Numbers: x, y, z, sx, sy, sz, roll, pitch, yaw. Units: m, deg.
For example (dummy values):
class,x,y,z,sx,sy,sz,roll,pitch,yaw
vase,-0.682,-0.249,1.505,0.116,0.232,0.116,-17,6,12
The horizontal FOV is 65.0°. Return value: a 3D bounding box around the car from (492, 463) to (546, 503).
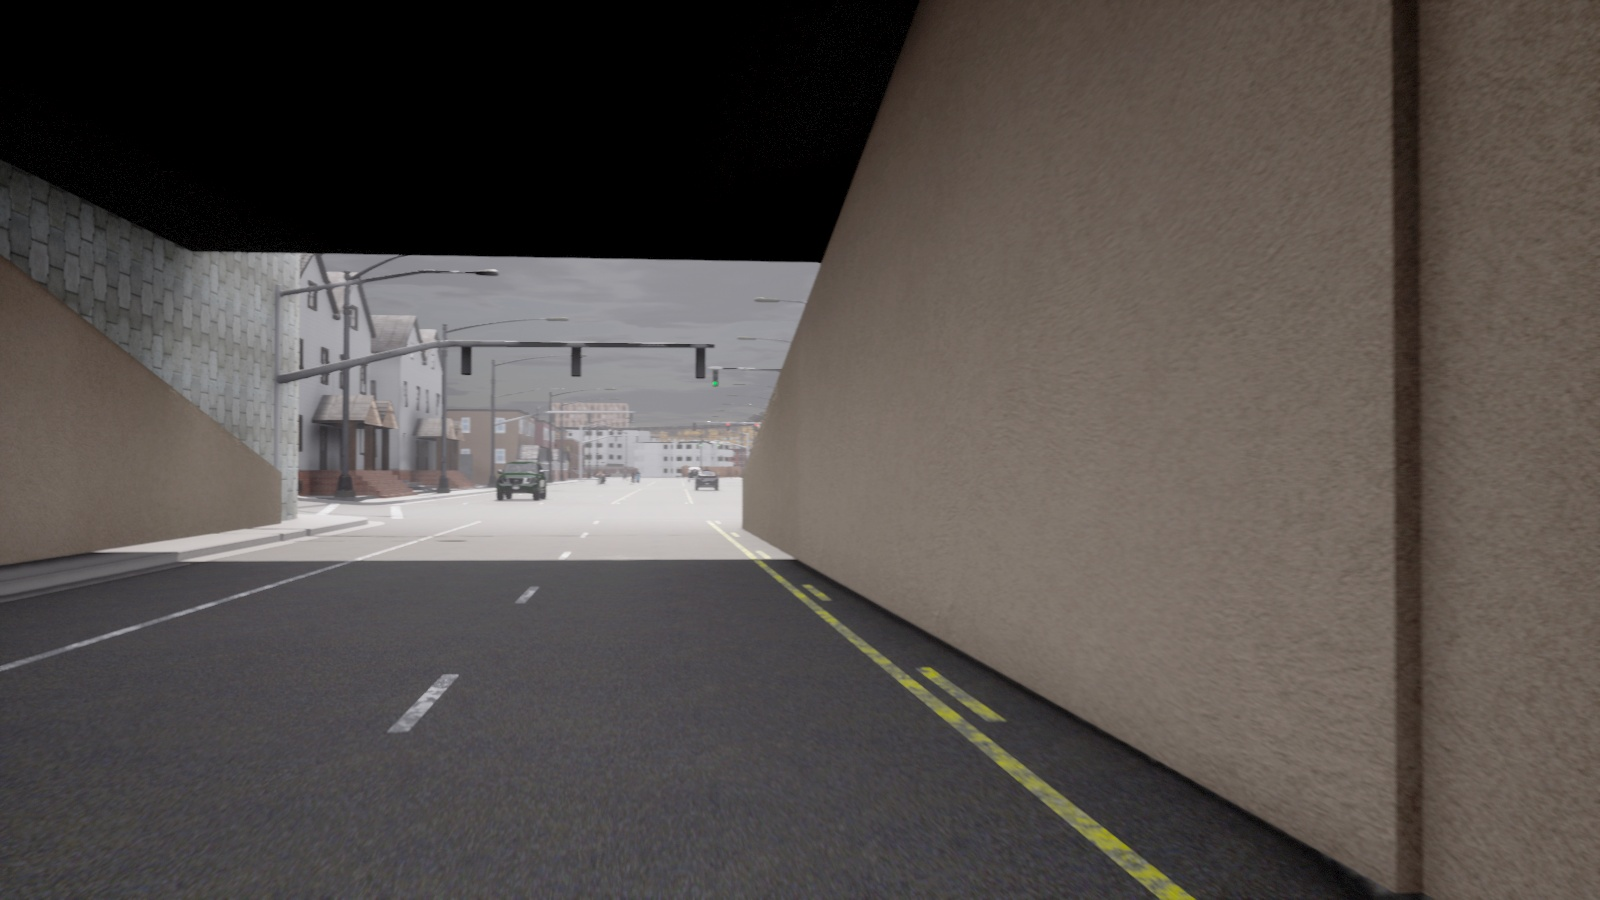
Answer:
class,x,y,z,sx,sy,sz,roll,pitch,yaw
car,-14.881,1.731,66.778,2.150,2.045,5.566,0,-1,-6
